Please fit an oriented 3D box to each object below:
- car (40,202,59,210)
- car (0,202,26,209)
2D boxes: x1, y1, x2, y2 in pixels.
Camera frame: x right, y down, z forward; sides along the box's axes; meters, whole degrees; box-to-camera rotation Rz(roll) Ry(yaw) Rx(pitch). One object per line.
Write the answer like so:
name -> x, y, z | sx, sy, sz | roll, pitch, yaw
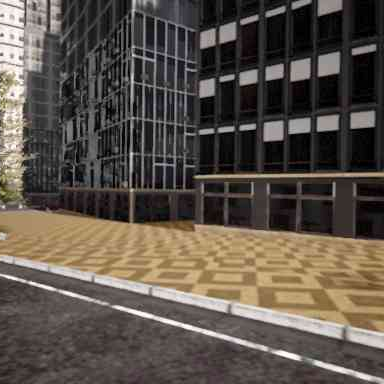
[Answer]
car -> -24.012, 2.497, 58.031 | 4.507, 1.381, 1.887 | 0, 1, -34
car -> -33.141, 2.350, 61.331 | 4.403, 1.369, 2.008 | 0, 1, -34
